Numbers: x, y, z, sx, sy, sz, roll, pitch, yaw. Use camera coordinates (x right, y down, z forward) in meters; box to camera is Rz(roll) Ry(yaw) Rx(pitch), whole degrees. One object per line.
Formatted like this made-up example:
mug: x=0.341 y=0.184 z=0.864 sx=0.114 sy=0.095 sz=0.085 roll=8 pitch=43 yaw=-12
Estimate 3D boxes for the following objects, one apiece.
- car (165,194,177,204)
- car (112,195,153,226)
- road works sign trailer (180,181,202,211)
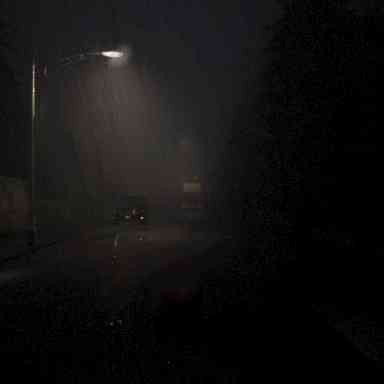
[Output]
car: x=-4.046 y=1.363 z=65.131 sx=2.150 sy=2.045 sz=5.566 roll=0 pitch=0 yaw=0
car: x=-4.091 y=1.237 z=23.867 sx=2.150 sy=2.045 sz=5.566 roll=0 pitch=0 yaw=0
road works sign trailer: x=-0.004 y=0.487 z=40.985 sx=2.380 sy=3.560 sz=2.880 roll=0 pitch=0 yaw=0
